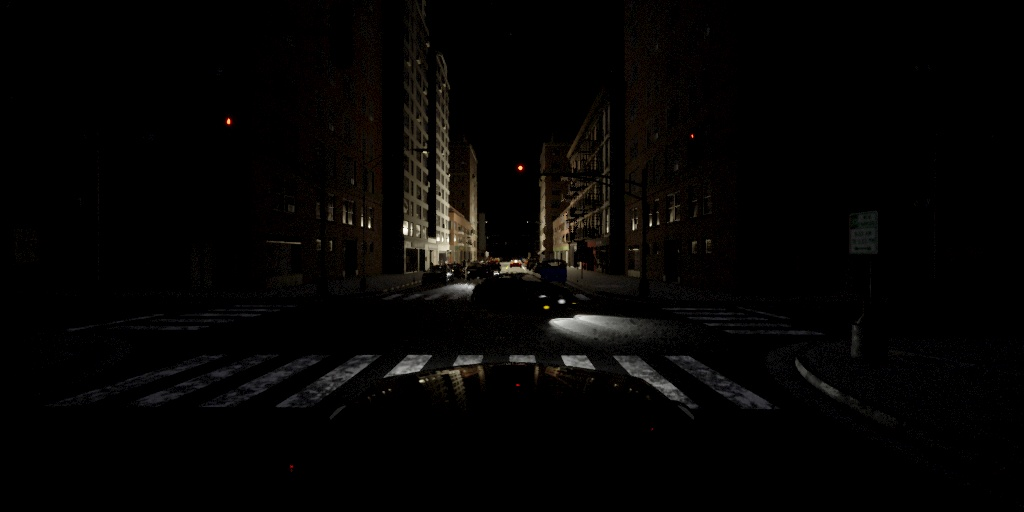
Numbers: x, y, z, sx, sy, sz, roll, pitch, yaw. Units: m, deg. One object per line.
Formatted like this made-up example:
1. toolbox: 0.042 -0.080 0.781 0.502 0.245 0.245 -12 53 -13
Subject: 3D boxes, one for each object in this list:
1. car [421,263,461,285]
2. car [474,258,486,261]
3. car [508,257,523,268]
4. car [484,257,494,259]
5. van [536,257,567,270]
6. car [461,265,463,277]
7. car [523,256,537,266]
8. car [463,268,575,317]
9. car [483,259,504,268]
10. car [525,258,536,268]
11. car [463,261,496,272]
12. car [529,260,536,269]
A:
1. car: -5.170 1.299 25.462 2.007 1.370 4.403 0 0 1
2. car: -4.957 1.268 48.019 1.751 1.417 4.829 0 0 1
3. car: 0.639 1.336 59.078 1.895 1.301 4.718 0 0 1
4. car: -4.795 1.296 65.234 1.948 1.339 4.313 0 0 1
5. van: 2.855 1.089 25.395 1.690 1.789 3.998 0 0 1
6. car: -5.116 1.293 31.144 1.888 1.381 4.507 0 0 1
7. car: 3.123 1.054 53.801 2.192 1.841 5.009 0 0 1
8. car: 0.302 1.322 13.438 1.994 1.385 4.181 0 0 -43
9. car: -2.421 1.345 46.608 1.895 1.301 4.718 0 0 1
10. car: 3.069 1.325 48.120 1.802 1.307 4.207 0 0 1
11. car: -2.591 1.349 29.765 1.895 1.301 4.718 0 0 1
12. car: 2.962 1.329 36.757 1.802 1.307 4.207 0 0 1
